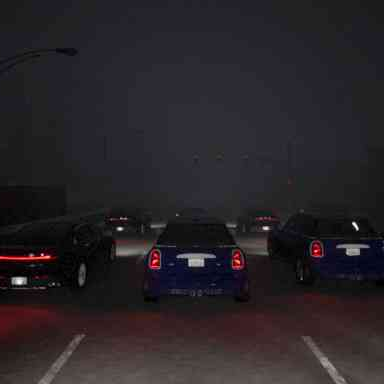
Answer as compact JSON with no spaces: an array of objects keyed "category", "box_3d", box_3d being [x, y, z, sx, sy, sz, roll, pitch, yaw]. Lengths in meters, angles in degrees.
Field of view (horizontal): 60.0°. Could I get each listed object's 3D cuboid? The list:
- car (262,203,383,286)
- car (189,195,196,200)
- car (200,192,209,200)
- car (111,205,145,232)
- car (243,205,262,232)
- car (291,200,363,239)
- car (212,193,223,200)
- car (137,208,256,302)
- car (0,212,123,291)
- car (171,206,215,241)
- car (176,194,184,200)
[{"category":"car","box_3d":[3.601,1.352,9.536,2.097,1.767,4.553,0,0,0]},{"category":"car","box_3d":[0.144,1.512,91.478,1.812,1.442,4.674,0,0,0]},{"category":"car","box_3d":[3.644,1.527,91.056,2.033,1.411,5.357,0,0,0]},{"category":"car","box_3d":[-3.410,1.504,18.272,1.837,1.490,4.892,0,0,1]},{"category":"car","box_3d":[3.591,1.504,18.477,1.837,1.490,4.892,0,0,1]},{"category":"car","box_3d":[7.087,1.351,18.089,2.097,1.767,4.553,0,0,1]},{"category":"car","box_3d":[7.144,1.213,91.080,2.150,2.045,5.566,0,0,0]},{"category":"car","box_3d":[0.096,1.352,8.405,2.097,1.767,4.553,0,0,0]},{"category":"car","box_3d":[-3.400,1.504,8.989,1.837,1.490,4.892,0,0,0]},{"category":"car","box_3d":[0.086,1.546,17.940,2.033,1.411,5.357,0,0,1]},{"category":"car","box_3d":[-3.356,1.465,91.066,1.882,1.535,5.008,0,0,0]}]
